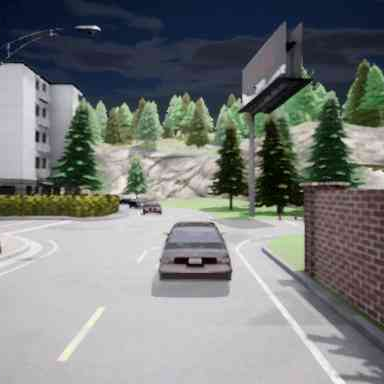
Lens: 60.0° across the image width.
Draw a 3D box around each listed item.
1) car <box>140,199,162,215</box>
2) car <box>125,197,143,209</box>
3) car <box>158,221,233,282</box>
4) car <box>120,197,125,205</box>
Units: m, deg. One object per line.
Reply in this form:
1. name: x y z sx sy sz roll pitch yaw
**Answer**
1. car: -4.258 1.674 35.513 1.994 1.385 4.181 0 0 -8
2. car: -7.737 1.640 48.029 2.128 1.511 4.902 0 0 -25
3. car: 0.082 1.578 9.884 2.033 1.411 5.357 0 0 0
4. car: -12.999 1.670 62.411 1.882 1.535 5.008 1 -1 -44
